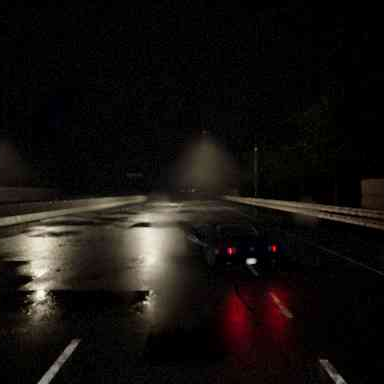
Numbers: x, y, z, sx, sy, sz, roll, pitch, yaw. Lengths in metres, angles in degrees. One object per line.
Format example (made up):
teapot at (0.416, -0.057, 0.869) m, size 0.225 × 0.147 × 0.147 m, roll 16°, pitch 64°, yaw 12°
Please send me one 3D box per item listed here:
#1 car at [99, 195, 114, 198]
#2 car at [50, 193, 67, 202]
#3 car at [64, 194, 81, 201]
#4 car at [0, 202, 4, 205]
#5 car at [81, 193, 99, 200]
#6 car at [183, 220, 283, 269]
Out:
car at (-17.756, 1.409, 71.185) m, size 2.097 × 1.767 × 4.553 m, roll 0°, pitch 0°, yaw 0°
car at (-28.255, 1.277, 71.064) m, size 2.150 × 2.045 × 5.566 m, roll 0°, pitch 0°, yaw 0°
car at (-24.756, 1.593, 71.113) m, size 2.033 × 1.411 × 5.357 m, roll 0°, pitch 0°, yaw 0°
car at (-21.080, 1.498, 33.750) m, size 2.128 × 1.511 × 4.902 m, roll 0°, pitch 0°, yaw 0°
car at (-21.256, 1.279, 71.105) m, size 2.150 × 2.045 × 5.566 m, roll 0°, pitch 0°, yaw 0°
car at (1.052, 1.603, 11.217) m, size 1.895 × 1.301 × 4.718 m, roll 0°, pitch 0°, yaw -15°
